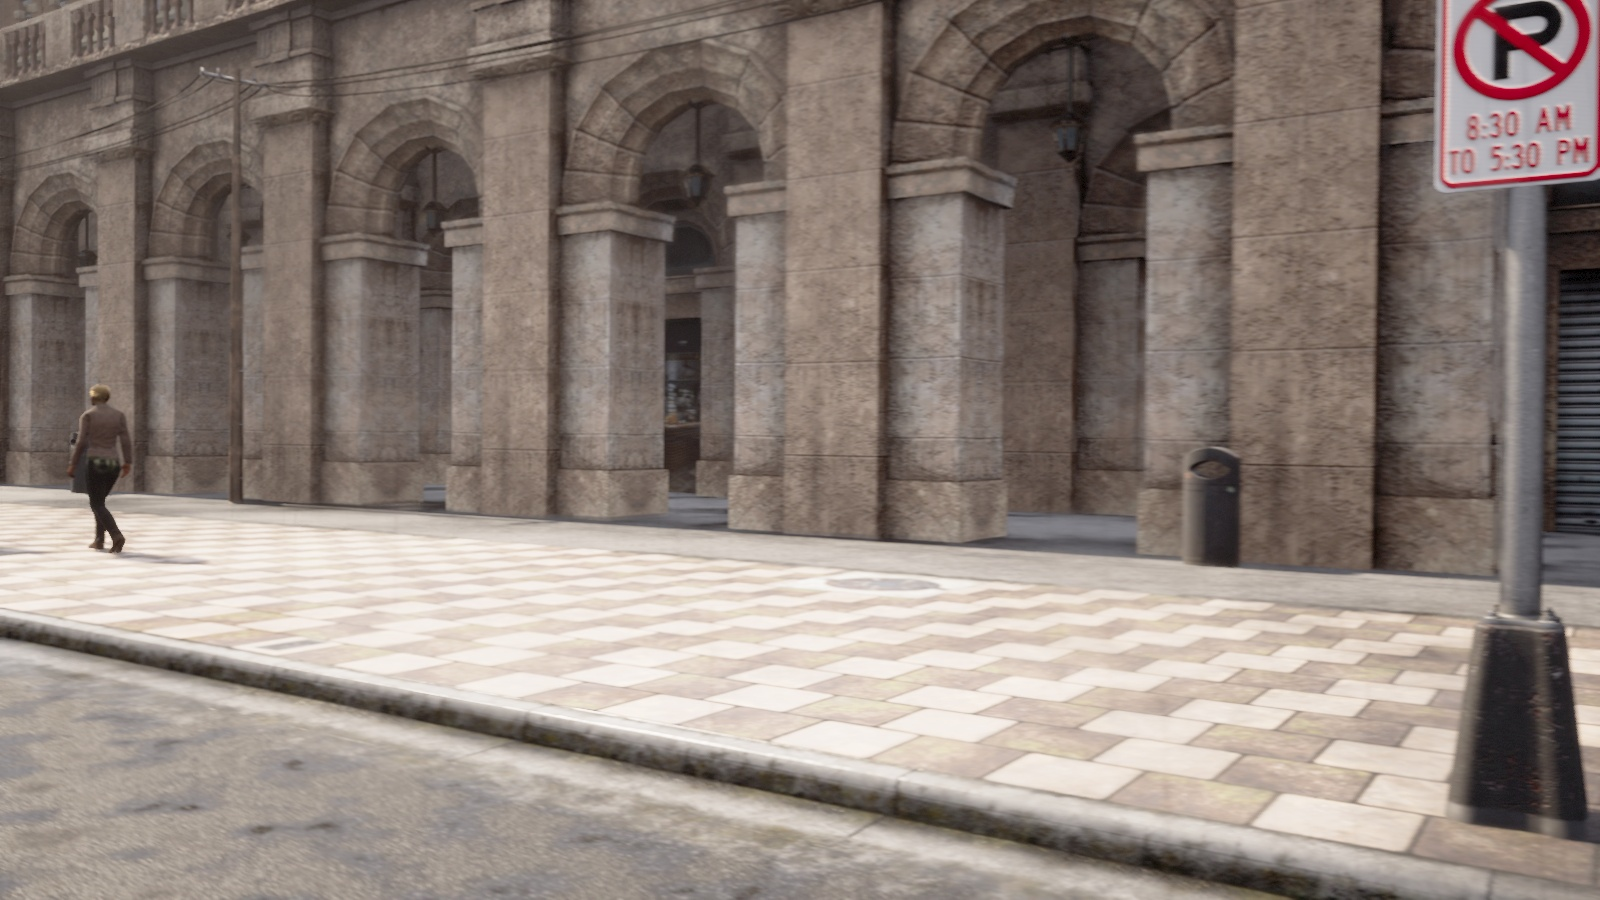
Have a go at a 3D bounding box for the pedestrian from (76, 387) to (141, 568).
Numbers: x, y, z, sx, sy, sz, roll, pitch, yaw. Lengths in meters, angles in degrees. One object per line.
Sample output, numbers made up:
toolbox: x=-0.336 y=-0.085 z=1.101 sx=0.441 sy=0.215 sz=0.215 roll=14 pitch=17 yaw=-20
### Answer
pedestrian: x=-7.225 y=0.274 z=13.122 sx=0.634 sy=1.846 sz=0.331 roll=0 pitch=1 yaw=36
